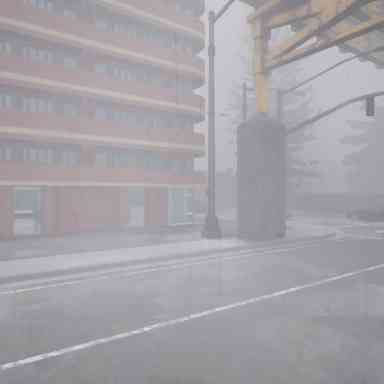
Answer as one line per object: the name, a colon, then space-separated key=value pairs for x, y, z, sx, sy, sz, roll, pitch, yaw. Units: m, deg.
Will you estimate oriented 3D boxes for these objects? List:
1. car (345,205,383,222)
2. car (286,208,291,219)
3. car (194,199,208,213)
car: x=13.677 y=1.601 z=23.973 sx=1.895 sy=1.301 sz=4.718 roll=0 pitch=0 yaw=-38
car: x=6.239 y=1.526 z=28.463 sx=1.812 sy=1.442 sz=4.674 roll=0 pitch=0 yaw=-36
car: x=0.276 y=1.478 z=36.833 sx=1.882 sy=1.535 sz=5.008 roll=0 pitch=0 yaw=-36
